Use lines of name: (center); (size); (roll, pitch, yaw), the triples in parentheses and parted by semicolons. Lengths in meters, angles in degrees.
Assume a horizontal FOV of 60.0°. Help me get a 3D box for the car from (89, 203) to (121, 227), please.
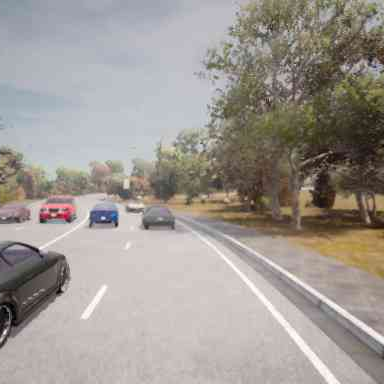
car: (-6.170, 1.529, 23.726); (1.882, 1.535, 5.008); (0, 0, -11)

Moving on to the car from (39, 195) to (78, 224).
car: (-10.305, 1.289, 26.018); (2.150, 2.045, 5.566); (0, -1, -13)

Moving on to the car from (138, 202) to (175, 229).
car: (-2.319, 1.605, 22.176); (1.994, 1.385, 4.181); (0, 0, -11)

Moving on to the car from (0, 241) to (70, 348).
car: (-3.766, 1.585, 6.150); (1.994, 1.385, 4.181); (0, 0, -4)

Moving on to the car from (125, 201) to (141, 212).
car: (-6.899, 1.680, 39.838); (1.895, 1.301, 4.718); (0, 0, -18)

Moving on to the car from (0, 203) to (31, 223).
car: (-13.848, 1.594, 25.860); (1.812, 1.442, 4.674); (0, 0, -13)
